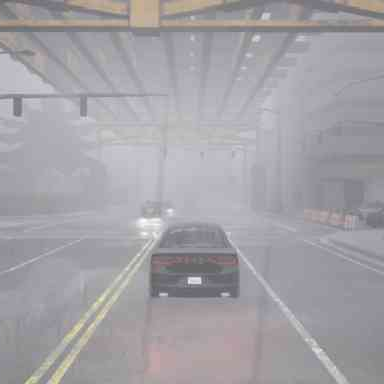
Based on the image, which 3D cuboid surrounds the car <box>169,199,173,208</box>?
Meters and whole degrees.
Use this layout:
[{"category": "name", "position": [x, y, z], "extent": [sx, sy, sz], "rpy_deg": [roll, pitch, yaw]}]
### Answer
[{"category": "car", "position": [-3.694, 1.601, 47.407], "extent": [1.895, 1.301, 4.718], "rpy_deg": [0, 0, 0]}]

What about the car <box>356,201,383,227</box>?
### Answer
[{"category": "car", "position": [13.217, 1.453, 20.894], "extent": [4.974, 1.542, 2.038], "rpy_deg": [0, 0, -20]}]

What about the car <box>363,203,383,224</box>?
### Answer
[{"category": "car", "position": [13.265, 1.295, 20.912], "extent": [4.536, 1.218, 1.853], "rpy_deg": [0, 0, -20]}]

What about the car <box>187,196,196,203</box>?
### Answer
[{"category": "car", "position": [-0.047, 1.492, 66.397], "extent": [2.128, 1.511, 4.902], "rpy_deg": [0, 0, 0]}]

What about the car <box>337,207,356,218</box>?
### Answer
[{"category": "car", "position": [13.581, 1.295, 25.032], "extent": [4.536, 1.218, 1.853], "rpy_deg": [0, 0, 25]}]

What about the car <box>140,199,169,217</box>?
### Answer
[{"category": "car", "position": [-3.668, 1.492, 31.327], "extent": [2.128, 1.511, 4.902], "rpy_deg": [0, 0, 0]}]

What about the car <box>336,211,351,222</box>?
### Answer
[{"category": "car", "position": [13.534, 1.453, 25.053], "extent": [4.974, 1.542, 2.038], "rpy_deg": [0, 0, 25]}]

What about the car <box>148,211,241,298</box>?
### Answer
[{"category": "car", "position": [0.054, 1.478, 8.590], "extent": [1.882, 1.535, 5.008], "rpy_deg": [0, 0, 0]}]
